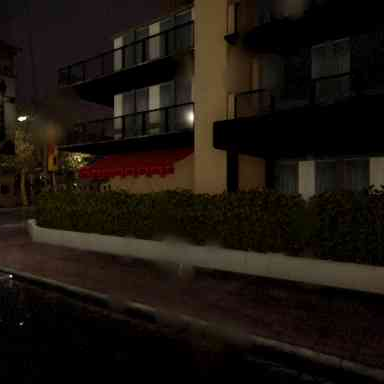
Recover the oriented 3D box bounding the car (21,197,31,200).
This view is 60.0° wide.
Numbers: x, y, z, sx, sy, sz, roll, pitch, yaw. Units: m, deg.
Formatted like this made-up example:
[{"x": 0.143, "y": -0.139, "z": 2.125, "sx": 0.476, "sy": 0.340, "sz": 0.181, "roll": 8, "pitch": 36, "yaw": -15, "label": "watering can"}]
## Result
[{"x": -35.601, "y": 1.474, "z": 67.658, "sx": 4.892, "sy": 1.521, "sz": 2.231, "roll": 0, "pitch": 0, "yaw": 36, "label": "car"}]
